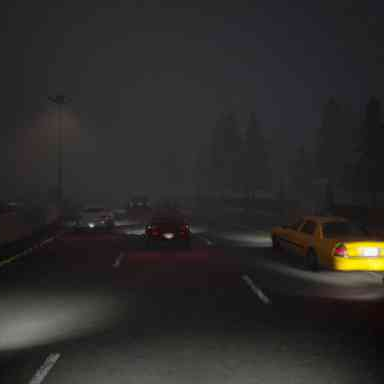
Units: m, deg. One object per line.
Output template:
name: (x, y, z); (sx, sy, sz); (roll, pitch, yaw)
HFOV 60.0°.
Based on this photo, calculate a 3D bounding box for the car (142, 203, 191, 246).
car: (-1.162, 1.441, 14.675); (1.812, 1.442, 4.674); (0, 0, -8)

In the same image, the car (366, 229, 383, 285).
car: (4.469, 1.426, 3.889); (1.801, 1.575, 5.366); (0, 0, -2)

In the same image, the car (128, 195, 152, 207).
car: (-7.477, 1.211, 47.215); (1.882, 1.535, 5.008); (0, 1, -28)

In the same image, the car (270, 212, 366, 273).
car: (4.002, 1.389, 10.452); (1.801, 1.575, 5.366); (0, 0, -6)

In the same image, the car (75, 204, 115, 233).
car: (-5.427, 1.422, 18.874); (1.812, 1.442, 4.674); (0, 0, -10)

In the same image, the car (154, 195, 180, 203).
car: (-2.834, 1.144, 36.051); (2.097, 1.767, 4.553); (0, 0, -20)

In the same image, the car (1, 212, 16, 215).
car: (-13.631, 1.430, 22.925); (2.033, 1.411, 5.357); (0, 0, -14)

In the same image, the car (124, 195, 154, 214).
car: (-5.423, 1.168, 32.575); (2.097, 1.767, 4.553); (0, 0, -18)
